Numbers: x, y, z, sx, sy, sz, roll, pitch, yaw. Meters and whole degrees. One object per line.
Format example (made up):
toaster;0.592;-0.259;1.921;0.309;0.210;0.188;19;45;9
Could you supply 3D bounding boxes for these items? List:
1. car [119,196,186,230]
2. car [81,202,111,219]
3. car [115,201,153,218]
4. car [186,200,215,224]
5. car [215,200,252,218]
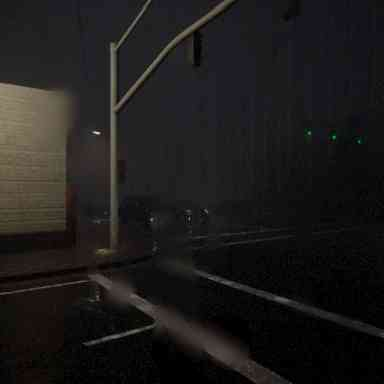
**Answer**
car;-3.040;1.277;22.372;2.150;2.045;5.566;0;0;-36
car;-8.502;1.619;30.041;1.994;1.385;4.181;0;0;-35
car;-5.687;1.619;32.115;1.994;1.385;4.181;0;0;-35
car;-0.671;1.407;25.084;2.097;1.767;4.553;0;0;-35
car;3.484;1.533;31.648;1.882;1.535;5.008;0;0;-36
